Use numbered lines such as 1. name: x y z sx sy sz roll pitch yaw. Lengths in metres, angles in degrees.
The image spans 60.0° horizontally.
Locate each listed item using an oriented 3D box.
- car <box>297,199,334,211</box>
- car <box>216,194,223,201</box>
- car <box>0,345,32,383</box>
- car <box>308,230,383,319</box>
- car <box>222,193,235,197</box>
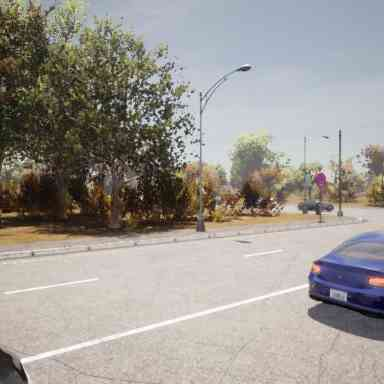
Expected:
1. car: 14.616 1.564 39.447 1.994 1.385 4.181 0 0 -32
2. car: 3.987 1.459 56.270 1.812 1.442 4.674 0 1 -32
3. car: -3.324 1.492 1.375 4.902 1.511 2.128 0 0 -35
4. car: 4.276 1.526 6.801 4.674 1.442 1.812 0 0 -36
5. car: 6.171 1.137 59.734 2.150 2.045 5.566 0 1 -32
